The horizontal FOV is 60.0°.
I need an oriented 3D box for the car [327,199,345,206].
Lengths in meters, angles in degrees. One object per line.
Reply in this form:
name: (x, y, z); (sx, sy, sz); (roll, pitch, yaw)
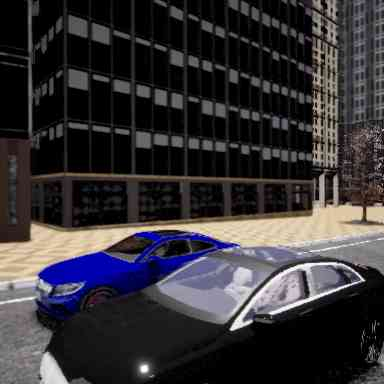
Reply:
car: (30.538, 2.228, 70.723); (1.947, 1.339, 4.313); (0, 0, -41)

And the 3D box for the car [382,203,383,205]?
car: (37.881, 2.314, 62.043); (1.947, 1.339, 4.313); (0, 0, -41)

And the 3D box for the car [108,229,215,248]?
car: (-0.797, 1.576, 7.176); (4.674, 1.442, 1.812); (1, 0, -36)

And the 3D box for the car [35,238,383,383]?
car: (0.731, 1.533, 4.274); (4.902, 1.511, 2.128); (1, -1, -36)

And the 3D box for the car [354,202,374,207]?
car: (34.193, 2.287, 66.371); (1.802, 1.307, 4.206); (0, 0, -41)
